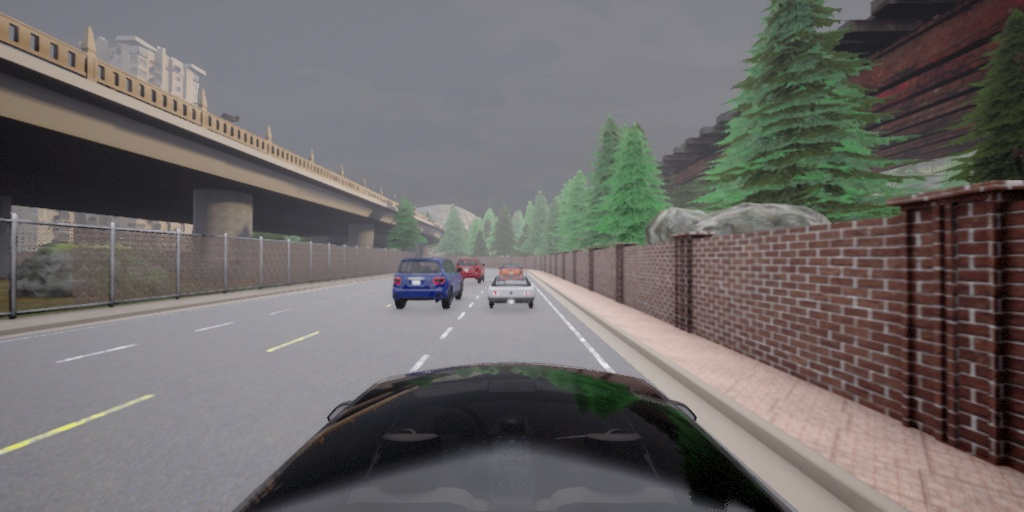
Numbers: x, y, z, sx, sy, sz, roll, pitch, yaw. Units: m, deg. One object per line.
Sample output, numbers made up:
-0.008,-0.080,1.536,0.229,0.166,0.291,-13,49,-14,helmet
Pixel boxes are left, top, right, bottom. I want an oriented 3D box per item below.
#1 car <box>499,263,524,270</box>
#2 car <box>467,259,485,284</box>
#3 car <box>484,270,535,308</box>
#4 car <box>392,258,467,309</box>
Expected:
-0.076,1.375,30.965,2.097,1.767,4.553,0,-1,0,car
-3.577,1.241,30.884,2.150,2.045,5.566,0,0,0,car
-0.033,1.485,15.987,1.895,1.301,4.718,0,0,0,car
-3.533,1.100,15.903,2.150,2.045,5.566,0,0,0,car
